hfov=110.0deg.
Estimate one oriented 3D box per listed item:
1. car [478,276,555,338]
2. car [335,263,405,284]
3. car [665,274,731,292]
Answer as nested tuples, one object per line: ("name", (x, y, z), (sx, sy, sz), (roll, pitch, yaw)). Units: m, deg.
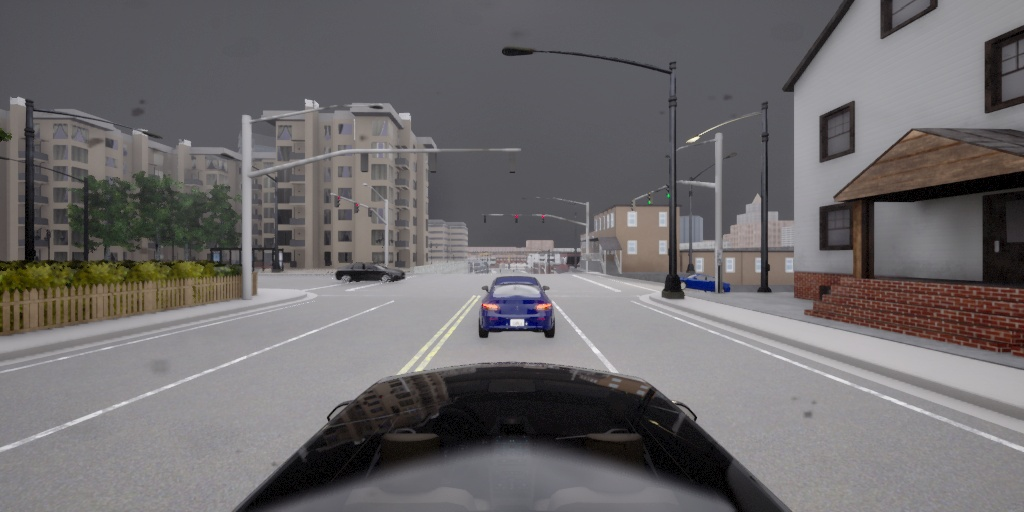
("car", (0.107, 1.276, 10.055), (1.812, 1.442, 4.674), (0, 0, 0))
("car", (-10.397, 1.250, 26.404), (4.892, 1.490, 1.837), (0, 0, 1))
("car", (15.369, 2.209, 29.744), (5.008, 1.535, 1.882), (9, 0, 1))
